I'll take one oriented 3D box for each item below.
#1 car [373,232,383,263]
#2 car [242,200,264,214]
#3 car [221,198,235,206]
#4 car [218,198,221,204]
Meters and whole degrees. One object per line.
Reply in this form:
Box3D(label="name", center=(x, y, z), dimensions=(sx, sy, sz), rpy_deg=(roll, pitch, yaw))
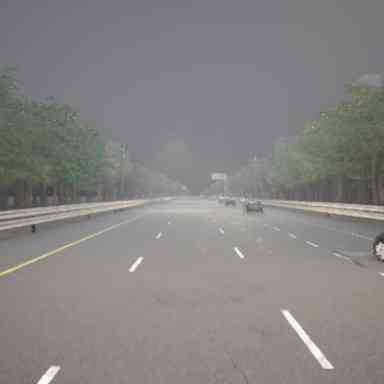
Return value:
Box3D(label="car", center=(7.001, 1.522, 9.243), dimensions=(1.837, 1.490, 4.892), rpy_deg=(0, 0, 0))
Box3D(label="car", center=(7.070, 1.704, 38.895), dimensions=(2.128, 1.511, 4.902), rpy_deg=(0, -1, 0))
Box3D(label="car", center=(7.202, 1.952, 63.841), dimensions=(1.837, 1.490, 4.892), rpy_deg=(0, -1, 0))
Box3D(label="car", center=(7.333, 2.133, 80.925), dimensions=(2.128, 1.511, 4.902), rpy_deg=(0, -1, 0))
